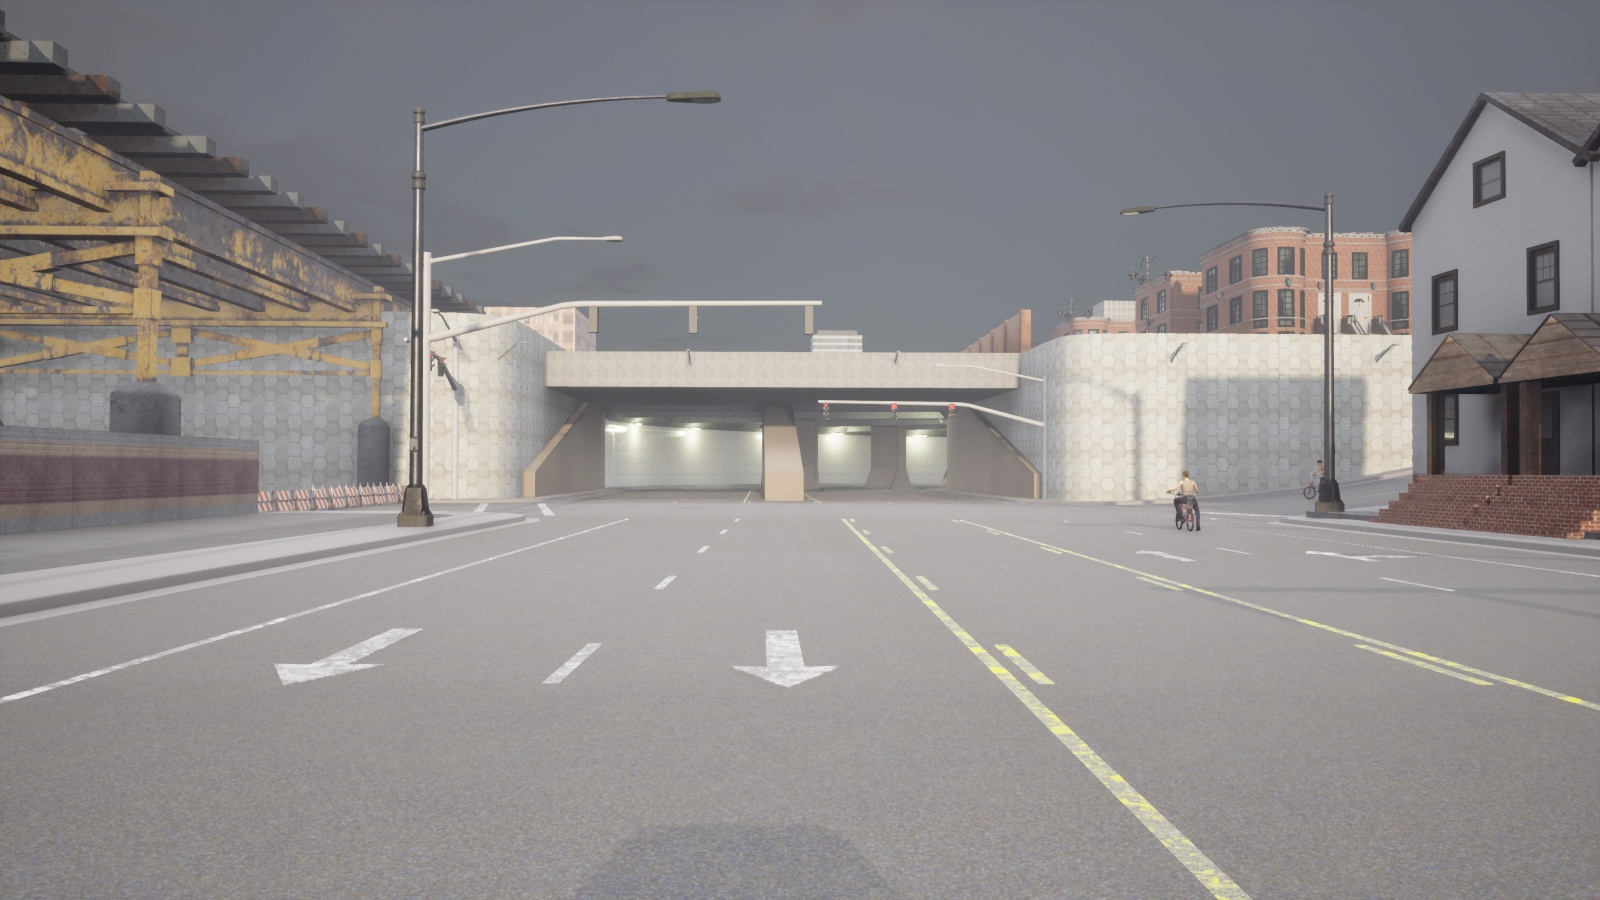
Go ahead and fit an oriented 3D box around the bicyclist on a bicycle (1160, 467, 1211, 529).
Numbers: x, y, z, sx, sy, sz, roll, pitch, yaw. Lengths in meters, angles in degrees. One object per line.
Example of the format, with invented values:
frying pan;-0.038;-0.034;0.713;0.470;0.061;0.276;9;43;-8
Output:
bicyclist on a bicycle;10.309;1.273;33.622;0.866;1.612;1.509;0;-1;0
